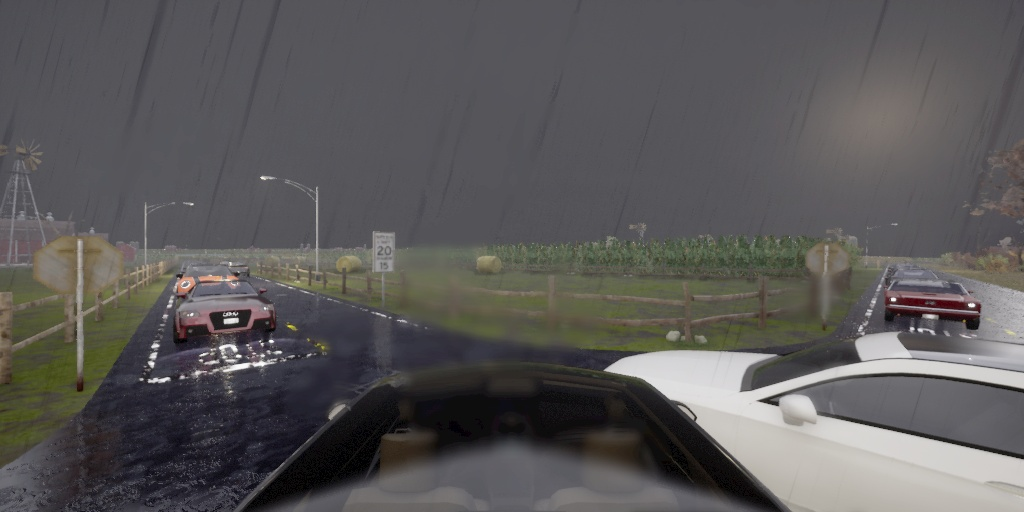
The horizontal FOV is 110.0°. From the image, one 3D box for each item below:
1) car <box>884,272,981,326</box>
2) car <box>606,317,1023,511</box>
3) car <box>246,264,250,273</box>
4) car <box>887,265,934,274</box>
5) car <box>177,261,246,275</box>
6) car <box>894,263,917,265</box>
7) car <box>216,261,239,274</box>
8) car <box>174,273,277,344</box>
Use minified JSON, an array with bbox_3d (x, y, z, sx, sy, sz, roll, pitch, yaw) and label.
[{"bbox_3d":[13.416,1.398,11.642,4.718,1.301,1.895,0,1,-44],"label":"car"},{"bbox_3d":[2.820,1.293,2.483,1.812,1.442,4.674,0,1,-44],"label":"car"},{"bbox_3d":[-27.302,1.313,35.509,2.128,1.511,4.902,0,0,-42],"label":"car"},{"bbox_3d":[20.434,1.364,18.270,5.357,1.411,2.033,0,1,-43],"label":"car"},{"bbox_3d":[-13.862,1.154,16.402,2.097,1.767,4.553,0,0,-42],"label":"car"},{"bbox_3d":[27.131,1.402,24.586,4.181,1.385,1.994,0,1,-43],"label":"car"},{"bbox_3d":[-34.091,1.341,42.906,1.837,1.490,4.892,0,0,-42],"label":"car"},{"bbox_3d":[-8.028,1.362,9.971,1.994,1.385,4.181,0,0,-43],"label":"car"}]
